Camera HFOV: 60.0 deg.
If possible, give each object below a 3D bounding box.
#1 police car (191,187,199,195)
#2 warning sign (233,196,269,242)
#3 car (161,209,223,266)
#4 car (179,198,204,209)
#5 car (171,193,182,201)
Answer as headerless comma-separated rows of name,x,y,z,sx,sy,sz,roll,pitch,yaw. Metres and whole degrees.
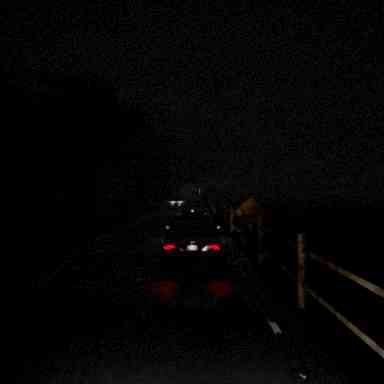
police car,0.844,-0.033,89.054,1.930,1.638,5.238,0,2,0
warning sign,2.456,1.099,13.971,1.300,1.860,1.060,0,0,0
car,0.029,1.534,11.408,2.033,1.411,5.357,0,0,1
car,0.054,1.467,28.769,1.994,1.385,4.181,0,1,0
car,-2.776,0.888,59.694,2.033,1.411,5.357,0,1,1
